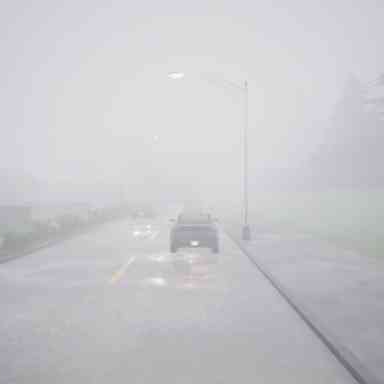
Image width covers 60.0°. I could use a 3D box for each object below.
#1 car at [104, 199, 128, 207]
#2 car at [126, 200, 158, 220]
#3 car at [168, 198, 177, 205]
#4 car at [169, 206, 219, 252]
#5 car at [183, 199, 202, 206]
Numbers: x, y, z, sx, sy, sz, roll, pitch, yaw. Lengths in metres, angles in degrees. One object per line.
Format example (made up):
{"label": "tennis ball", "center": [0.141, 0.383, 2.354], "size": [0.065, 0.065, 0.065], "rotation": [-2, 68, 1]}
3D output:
{"label": "car", "center": [-10.340, 1.701, 49.714], "size": [5.357, 1.415, 2.033], "rotation": [0, 0, -40]}
{"label": "car", "center": [-4.103, 1.637, 29.345], "size": [2.128, 1.511, 4.902], "rotation": [0, 0, 0]}
{"label": "car", "center": [-4.050, 1.912, 69.329], "size": [1.895, 1.301, 4.718], "rotation": [0, 0, 0]}
{"label": "car", "center": [0.095, 1.577, 14.314], "size": [1.837, 1.490, 4.892], "rotation": [0, 0, 0]}
{"label": "car", "center": [0.086, 1.543, 38.565], "size": [2.097, 1.767, 4.553], "rotation": [0, 0, 0]}
